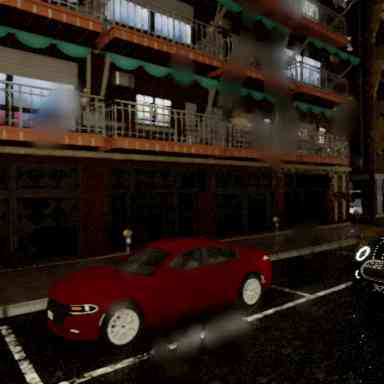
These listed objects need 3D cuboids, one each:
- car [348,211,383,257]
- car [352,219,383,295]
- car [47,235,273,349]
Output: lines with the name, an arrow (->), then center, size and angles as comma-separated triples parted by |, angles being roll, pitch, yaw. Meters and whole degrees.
car -> 8.237, 1.495, 13.065 | 4.829, 1.417, 1.752 | -1, -1, -38
car -> 5.711, 1.325, 7.815 | 4.553, 1.767, 2.097 | -1, 0, -38
car -> -0.359, 1.591, 6.390 | 4.507, 1.381, 1.887 | -1, -1, -38
